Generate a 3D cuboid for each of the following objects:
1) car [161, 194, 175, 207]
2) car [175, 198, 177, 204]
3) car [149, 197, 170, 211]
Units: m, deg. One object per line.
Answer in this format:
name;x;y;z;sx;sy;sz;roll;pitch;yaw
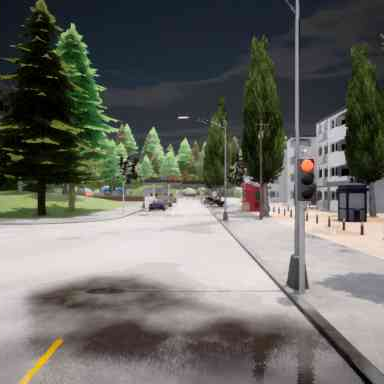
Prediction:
car;-4.087;1.352;50.393;2.097;1.767;4.553;0;0;0
car;-4.000;1.564;64.475;1.994;1.385;4.181;0;0;1
car;-4.100;1.601;40.499;1.895;1.301;4.718;0;0;0
